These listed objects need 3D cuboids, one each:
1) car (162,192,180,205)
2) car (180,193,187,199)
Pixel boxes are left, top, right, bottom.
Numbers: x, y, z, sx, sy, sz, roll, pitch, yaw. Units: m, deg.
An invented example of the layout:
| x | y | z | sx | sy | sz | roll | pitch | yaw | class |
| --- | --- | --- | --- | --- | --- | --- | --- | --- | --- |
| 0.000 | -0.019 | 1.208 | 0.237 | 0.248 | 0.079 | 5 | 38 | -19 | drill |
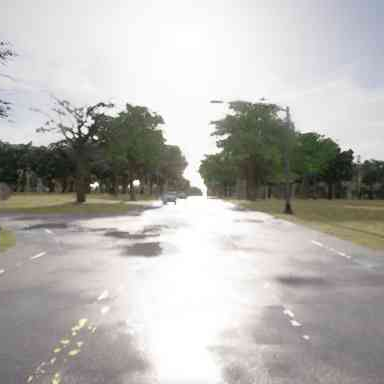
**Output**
| x | y | z | sx | sy | sz | roll | pitch | yaw | class |
| --- | --- | --- | --- | --- | --- | --- | --- | --- | --- |
| -3.527 | 0.990 | 53.007 | 2.150 | 2.045 | 5.566 | 0 | 0 | 0 | car |
| -2.613 | 1.022 | 88.976 | 2.097 | 1.767 | 4.553 | 0 | 0 | 6 | car |
